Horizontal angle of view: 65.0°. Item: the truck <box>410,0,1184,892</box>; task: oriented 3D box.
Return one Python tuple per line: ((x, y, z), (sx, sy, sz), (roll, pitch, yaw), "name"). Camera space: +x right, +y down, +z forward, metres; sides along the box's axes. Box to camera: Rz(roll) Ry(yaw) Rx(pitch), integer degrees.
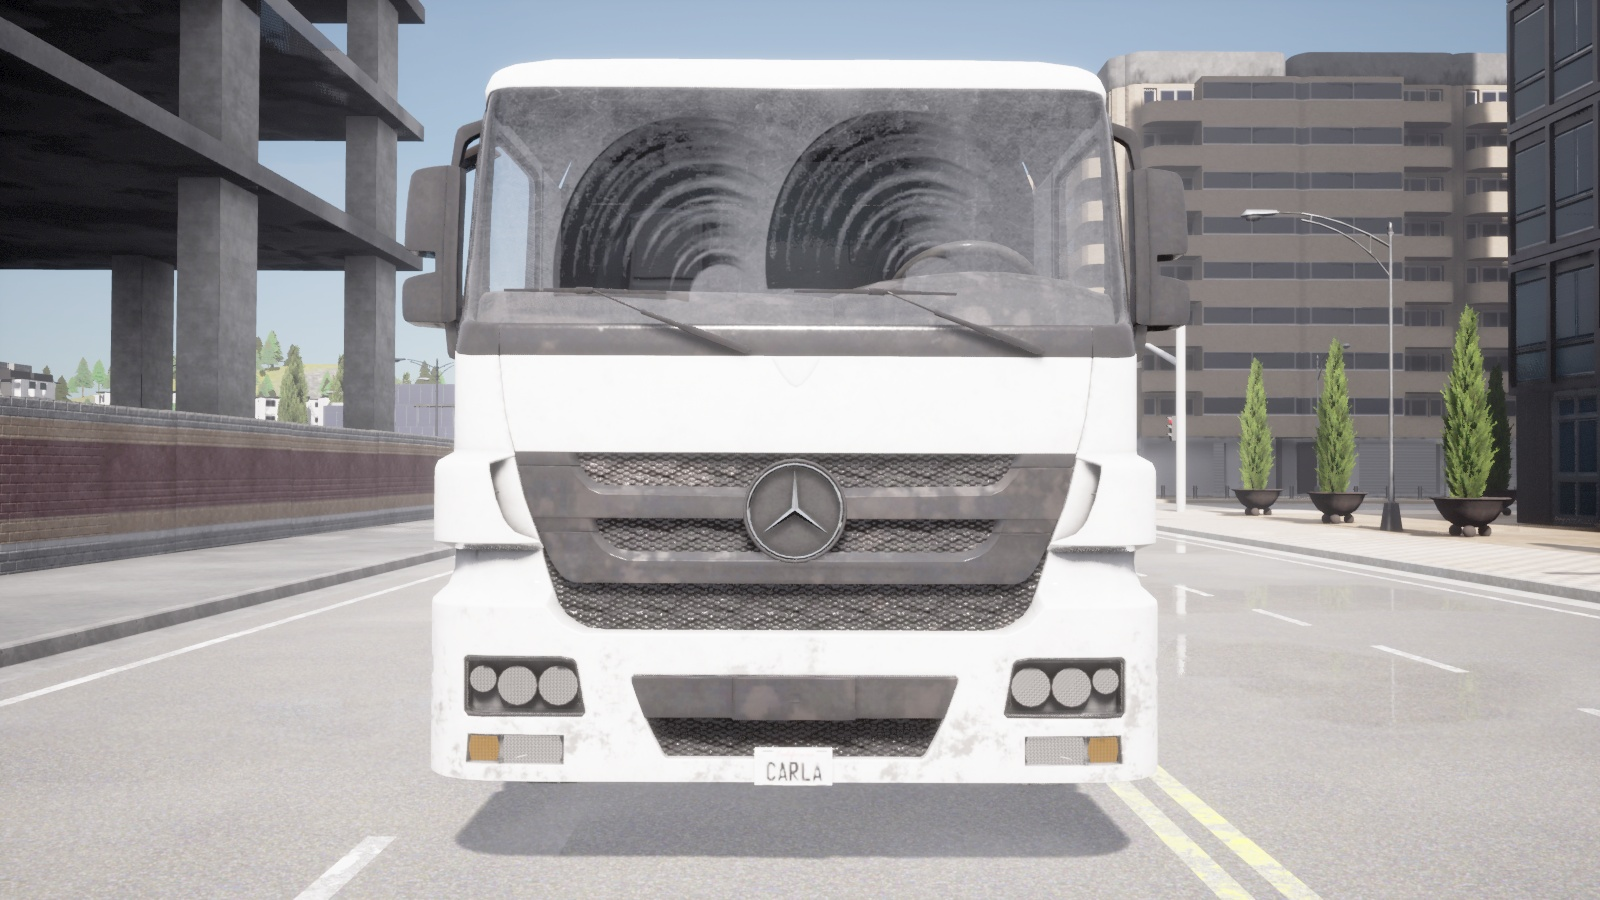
((-0.027, -0.022, 8.684), (2.891, 3.462, 7.936), (0, -1, 0), "truck")
